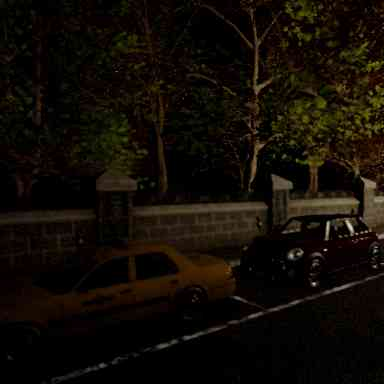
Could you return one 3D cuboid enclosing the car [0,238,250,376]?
[{"bbox_3d":[-1.440,1.502,5.529,4.829,1.417,1.752,-1,1,-35],"label":"car"}]

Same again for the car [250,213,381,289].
[{"bbox_3d":[3.207,1.347,8.843,4.097,1.590,1.967,-1,1,-35],"label":"car"}]
